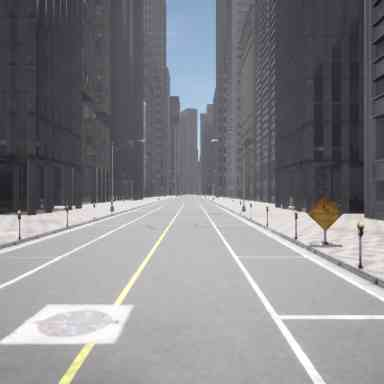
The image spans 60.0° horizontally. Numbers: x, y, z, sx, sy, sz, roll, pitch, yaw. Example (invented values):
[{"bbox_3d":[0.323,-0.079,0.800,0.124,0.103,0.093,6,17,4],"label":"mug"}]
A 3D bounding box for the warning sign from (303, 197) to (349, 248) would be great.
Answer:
[{"bbox_3d":[5.066,1.114,12.650,1.300,1.860,1.060,0,0,0],"label":"warning sign"}]
